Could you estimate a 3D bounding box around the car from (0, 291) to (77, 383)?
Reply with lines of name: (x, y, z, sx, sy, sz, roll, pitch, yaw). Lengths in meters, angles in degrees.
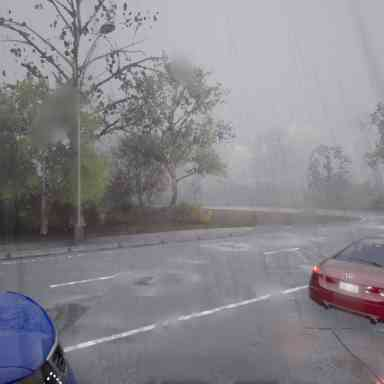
car: (-3.355, 1.222, 1.326, 5.566, 2.045, 2.150, 0, 0, -36)

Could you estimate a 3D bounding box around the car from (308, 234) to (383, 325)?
car: (4.269, 1.564, 6.715, 4.181, 1.385, 1.994, 0, 0, -35)
